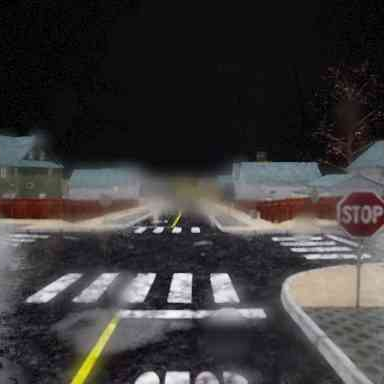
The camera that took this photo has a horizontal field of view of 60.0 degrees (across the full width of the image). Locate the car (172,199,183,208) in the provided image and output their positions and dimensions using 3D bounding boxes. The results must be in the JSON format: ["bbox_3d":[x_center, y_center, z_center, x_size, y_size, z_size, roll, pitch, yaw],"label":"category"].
[{"bbox_3d":[-2.740,2.167,63.218,2.128,1.511,4.902,0,-1,0],"label":"car"}]
